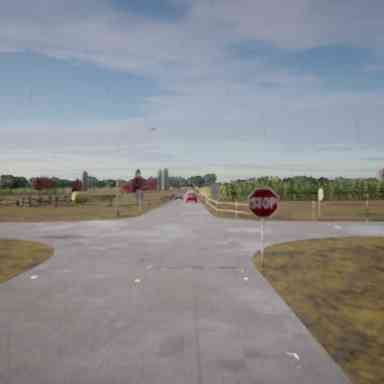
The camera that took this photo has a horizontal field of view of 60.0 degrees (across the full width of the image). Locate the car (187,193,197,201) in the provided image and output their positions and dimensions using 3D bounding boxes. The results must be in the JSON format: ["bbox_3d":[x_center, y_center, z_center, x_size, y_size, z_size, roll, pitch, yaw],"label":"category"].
[{"bbox_3d":[-0.010,1.081,75.546,2.097,1.767,4.553,0,0,0],"label":"car"}]

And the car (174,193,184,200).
[{"bbox_3d":[-2.760,0.986,70.563,2.033,1.411,5.357,0,0,0],"label":"car"}]

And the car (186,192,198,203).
[{"bbox_3d":[-0.009,1.063,65.186,2.150,2.045,5.566,0,0,0],"label":"car"}]
